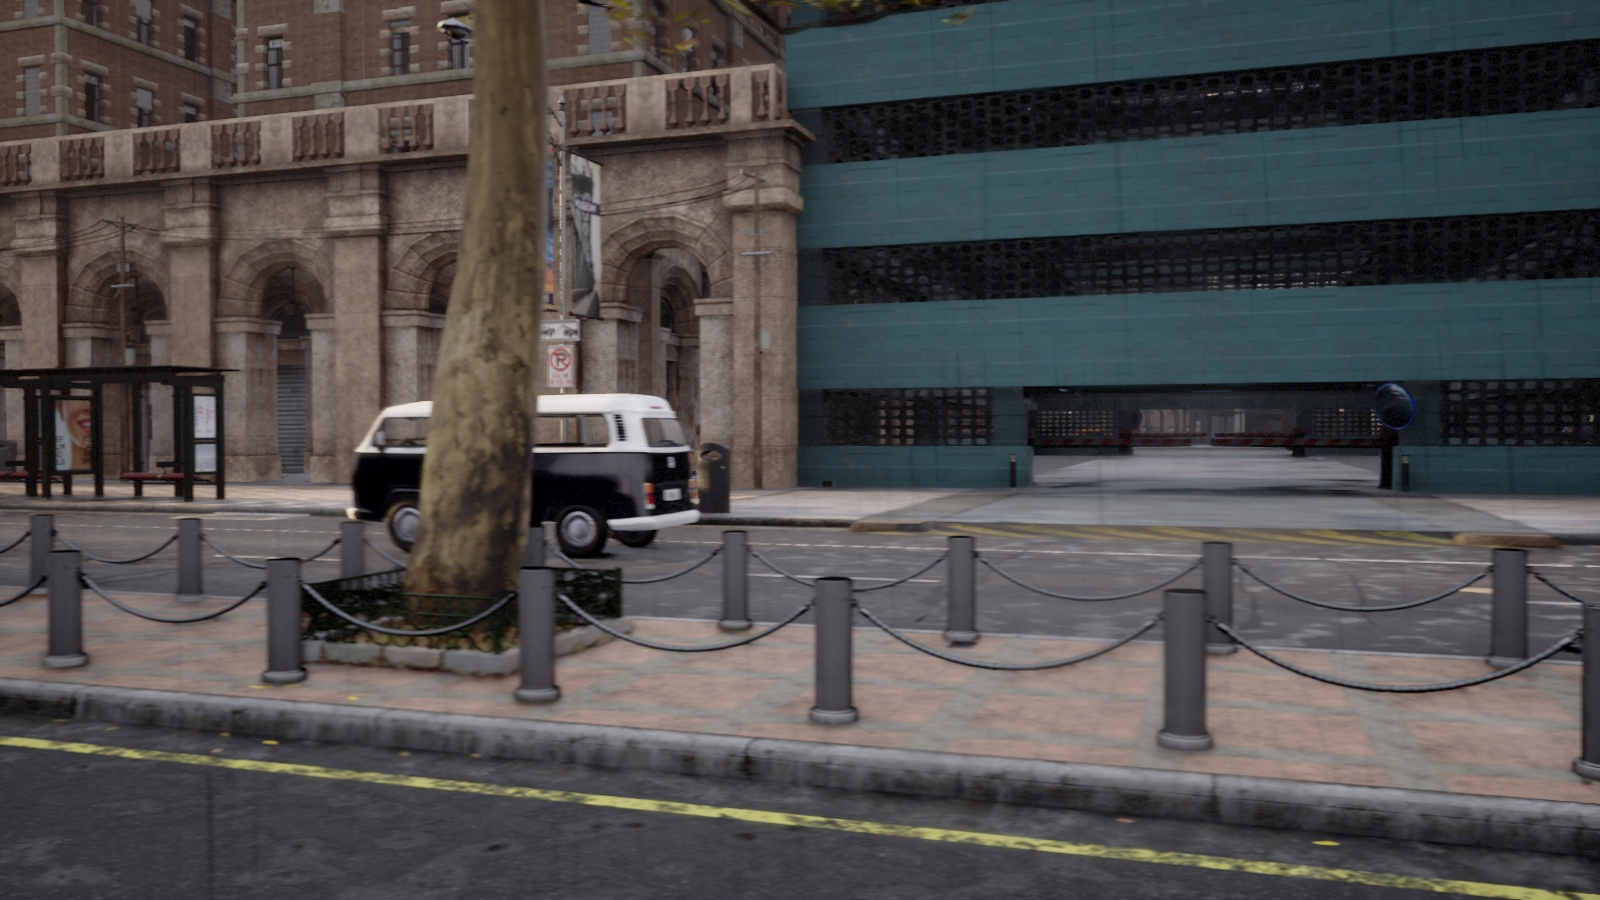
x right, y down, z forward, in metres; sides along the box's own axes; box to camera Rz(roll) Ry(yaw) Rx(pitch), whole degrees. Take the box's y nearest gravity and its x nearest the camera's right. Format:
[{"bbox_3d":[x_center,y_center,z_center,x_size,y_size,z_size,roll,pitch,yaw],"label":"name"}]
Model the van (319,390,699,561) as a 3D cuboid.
[{"bbox_3d":[-3.807,0.270,16.602,4.480,2.038,2.069,1,1,19],"label":"van"}]
